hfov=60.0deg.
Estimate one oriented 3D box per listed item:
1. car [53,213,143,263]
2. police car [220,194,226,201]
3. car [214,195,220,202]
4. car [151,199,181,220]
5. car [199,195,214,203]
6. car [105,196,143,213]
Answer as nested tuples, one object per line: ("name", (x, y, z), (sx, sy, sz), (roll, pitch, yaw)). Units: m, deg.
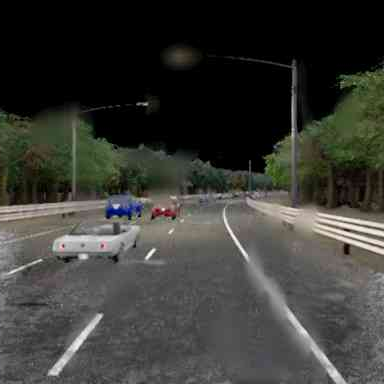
("car", (-3.171, 1.648, 12.152), (1.895, 1.301, 4.718), (0, 0, 2))
("police car", (7.251, 1.513, 91.961), (1.930, 1.638, 5.238), (0, 0, 13))
("car", (4.887, 1.617, 81.253), (2.128, 1.511, 4.902), (0, 0, 12))
("car", (-2.225, 1.456, 29.514), (2.097, 1.767, 4.553), (0, 0, 4))
("car", (2.826, 1.479, 70.562), (2.097, 1.767, 4.553), (0, 0, 10))
("car", (-5.795, 1.318, 28.895), (2.150, 2.045, 5.566), (0, 0, 4))
